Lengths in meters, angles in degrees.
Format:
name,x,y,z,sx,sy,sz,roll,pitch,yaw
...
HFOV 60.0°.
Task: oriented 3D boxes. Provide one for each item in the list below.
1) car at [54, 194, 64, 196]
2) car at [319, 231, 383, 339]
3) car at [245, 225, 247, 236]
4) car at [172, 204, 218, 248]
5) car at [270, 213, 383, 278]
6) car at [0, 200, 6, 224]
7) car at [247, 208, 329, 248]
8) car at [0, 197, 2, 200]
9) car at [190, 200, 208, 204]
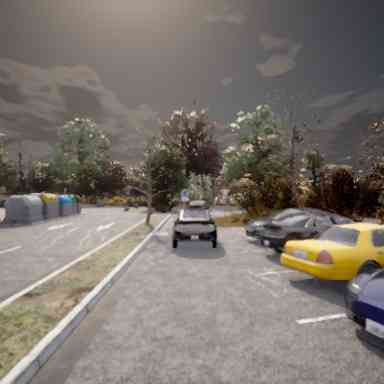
name,x,y,z,sx,sy,sz,roll,pitch,yaw
car,-24.217,1.059,58.433,4.892,1.490,1.837,4,-2,1
car,4.808,1.522,5.404,4.792,1.488,2.163,1,0,-20
car,4.847,1.505,15.598,4.892,1.521,2.231,1,0,-20
car,0.112,1.509,14.989,2.128,1.511,4.902,0,0,0
car,5.008,1.496,8.880,5.366,1.575,1.946,1,0,-20
car,-13.458,1.464,18.086,5.366,1.575,1.946,-1,1,-20
car,4.832,1.502,12.204,4.892,1.521,2.231,1,0,-20
car,-30.356,1.586,51.716,2.185,1.767,4.553,1,-3,-19
car,0.681,1.486,30.258,1.837,1.490,4.892,0,0,8
